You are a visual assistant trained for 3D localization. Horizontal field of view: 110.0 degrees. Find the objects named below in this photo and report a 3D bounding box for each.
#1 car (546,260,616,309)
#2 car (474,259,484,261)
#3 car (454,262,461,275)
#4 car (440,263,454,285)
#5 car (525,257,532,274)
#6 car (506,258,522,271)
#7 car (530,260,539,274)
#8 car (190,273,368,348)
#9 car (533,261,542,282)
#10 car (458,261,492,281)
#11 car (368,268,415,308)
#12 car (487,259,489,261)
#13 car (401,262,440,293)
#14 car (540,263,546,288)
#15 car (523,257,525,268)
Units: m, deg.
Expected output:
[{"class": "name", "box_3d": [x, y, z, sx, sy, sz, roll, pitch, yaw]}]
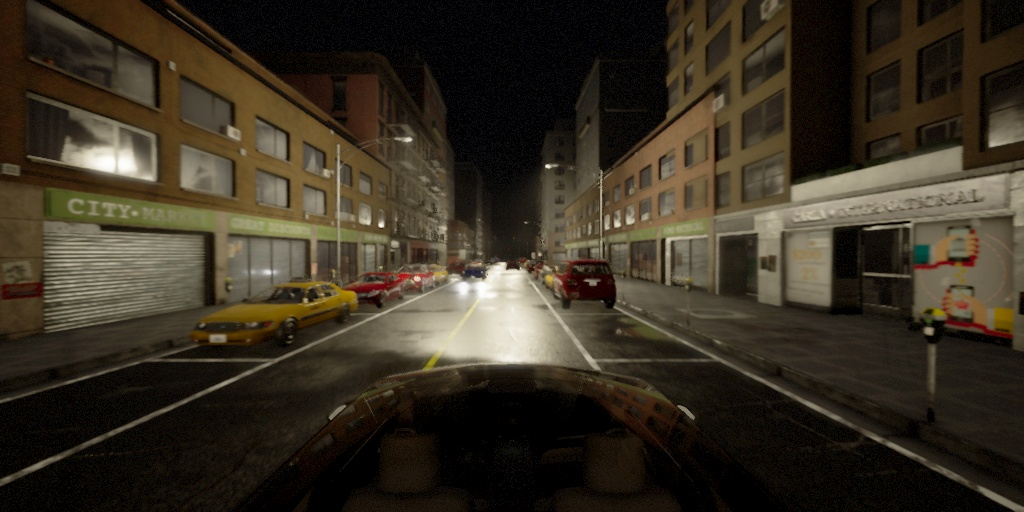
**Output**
[{"class": "car", "box_3d": [2.856, 1.068, 14.994, 2.192, 1.841, 5.009, 0, 0, 0]}, {"class": "car", "box_3d": [-5.674, 1.265, 58.966, 1.967, 1.591, 4.097, 0, 0, 0]}, {"class": "car", "box_3d": [-5.672, 1.323, 36.979, 1.888, 1.381, 4.507, 0, 0, 0]}, {"class": "car", "box_3d": [-5.671, 1.287, 25.815, 1.751, 1.417, 4.829, 0, 0, 0]}, {"class": "car", "box_3d": [2.853, 1.229, 42.476, 1.967, 1.591, 4.097, 0, 0, 0]}, {"class": "car", "box_3d": [0.096, 1.332, 51.156, 1.812, 1.442, 4.674, 0, 0, 0]}, {"class": "car", "box_3d": [2.854, 1.315, 31.483, 1.888, 1.381, 4.507, 0, 0, 0]}, {"class": "car", "box_3d": [-5.669, 1.275, 9.325, 1.751, 1.417, 4.829, 0, 0, 0]}, {"class": "car", "box_3d": [2.855, 1.313, 25.986, 2.007, 1.370, 4.403, 0, 0, 0]}, {"class": "car", "box_3d": [-3.065, 1.369, 30.426, 1.895, 1.301, 4.718, 0, 0, 0]}, {"class": "car", "box_3d": [-5.669, 1.334, 14.992, 1.802, 1.307, 4.207, 0, 0, 0]}, {"class": "car", "box_3d": [-5.675, 1.406, 64.462, 1.948, 1.339, 4.313, 0, 0, 0]}, {"class": "car", "box_3d": [-5.670, 1.196, 20.489, 1.967, 1.591, 4.097, 0, 0, 0]}, {"class": "car", "box_3d": [2.855, 1.282, 20.660, 1.751, 1.417, 4.829, 0, 0, 0]}, {"class": "car", "box_3d": [2.852, 1.239, 47.973, 1.967, 1.591, 4.097, 0, 0, 0]}]
